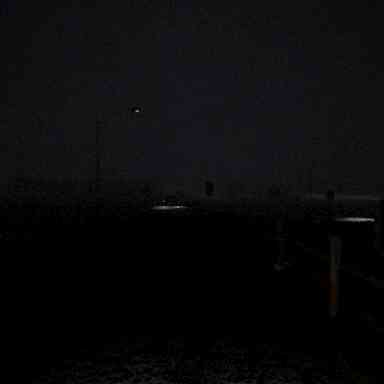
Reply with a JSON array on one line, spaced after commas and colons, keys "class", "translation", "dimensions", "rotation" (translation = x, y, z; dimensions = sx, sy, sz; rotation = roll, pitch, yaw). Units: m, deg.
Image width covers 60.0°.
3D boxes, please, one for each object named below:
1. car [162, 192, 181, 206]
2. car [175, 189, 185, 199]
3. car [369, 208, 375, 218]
[{"class": "car", "translation": [-2.694, 1.069, 42.709], "dimensions": [1.837, 1.490, 4.892], "rotation": [0, 1, 0]}, {"class": "car", "translation": [-2.663, 0.438, 70.293], "dimensions": [2.150, 2.045, 5.566], "rotation": [0, 1, 0]}, {"class": "car", "translation": [17.014, 1.545, 27.859], "dimensions": [4.181, 1.385, 1.994], "rotation": [1, 0, -21]}]
